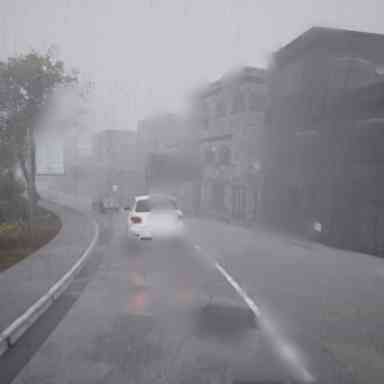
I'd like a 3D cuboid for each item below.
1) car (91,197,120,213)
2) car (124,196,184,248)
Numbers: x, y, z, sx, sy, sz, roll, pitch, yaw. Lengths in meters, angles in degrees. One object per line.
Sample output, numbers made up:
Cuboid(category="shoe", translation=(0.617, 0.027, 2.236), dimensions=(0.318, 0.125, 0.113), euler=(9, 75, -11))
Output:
Cuboid(category="car", translation=(-8.743, 1.217, 33.428), dimensions=(2.033, 1.411, 5.357), euler=(-2, 3, -28))
Cuboid(category="car", translation=(-1.784, 1.180, 14.803), dimensions=(2.150, 2.045, 5.566), euler=(-1, 0, -12))
